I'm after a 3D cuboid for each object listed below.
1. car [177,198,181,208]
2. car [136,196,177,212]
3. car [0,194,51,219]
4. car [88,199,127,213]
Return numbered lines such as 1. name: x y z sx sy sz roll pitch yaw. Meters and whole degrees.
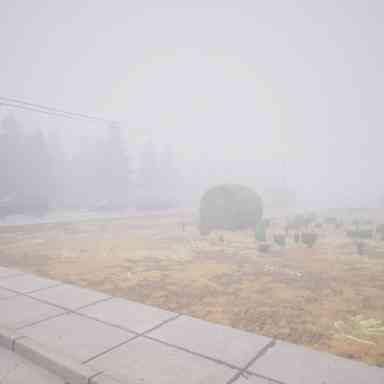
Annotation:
1. car: -3.559 1.379 45.816 2.097 1.767 4.553 0 0 37
2. car: -4.265 1.378 38.654 2.097 1.767 4.553 0 0 36
3. car: -15.476 1.248 29.693 2.150 2.045 5.566 0 0 36
4. car: -9.526 1.552 37.740 1.812 1.442 4.674 0 0 37
